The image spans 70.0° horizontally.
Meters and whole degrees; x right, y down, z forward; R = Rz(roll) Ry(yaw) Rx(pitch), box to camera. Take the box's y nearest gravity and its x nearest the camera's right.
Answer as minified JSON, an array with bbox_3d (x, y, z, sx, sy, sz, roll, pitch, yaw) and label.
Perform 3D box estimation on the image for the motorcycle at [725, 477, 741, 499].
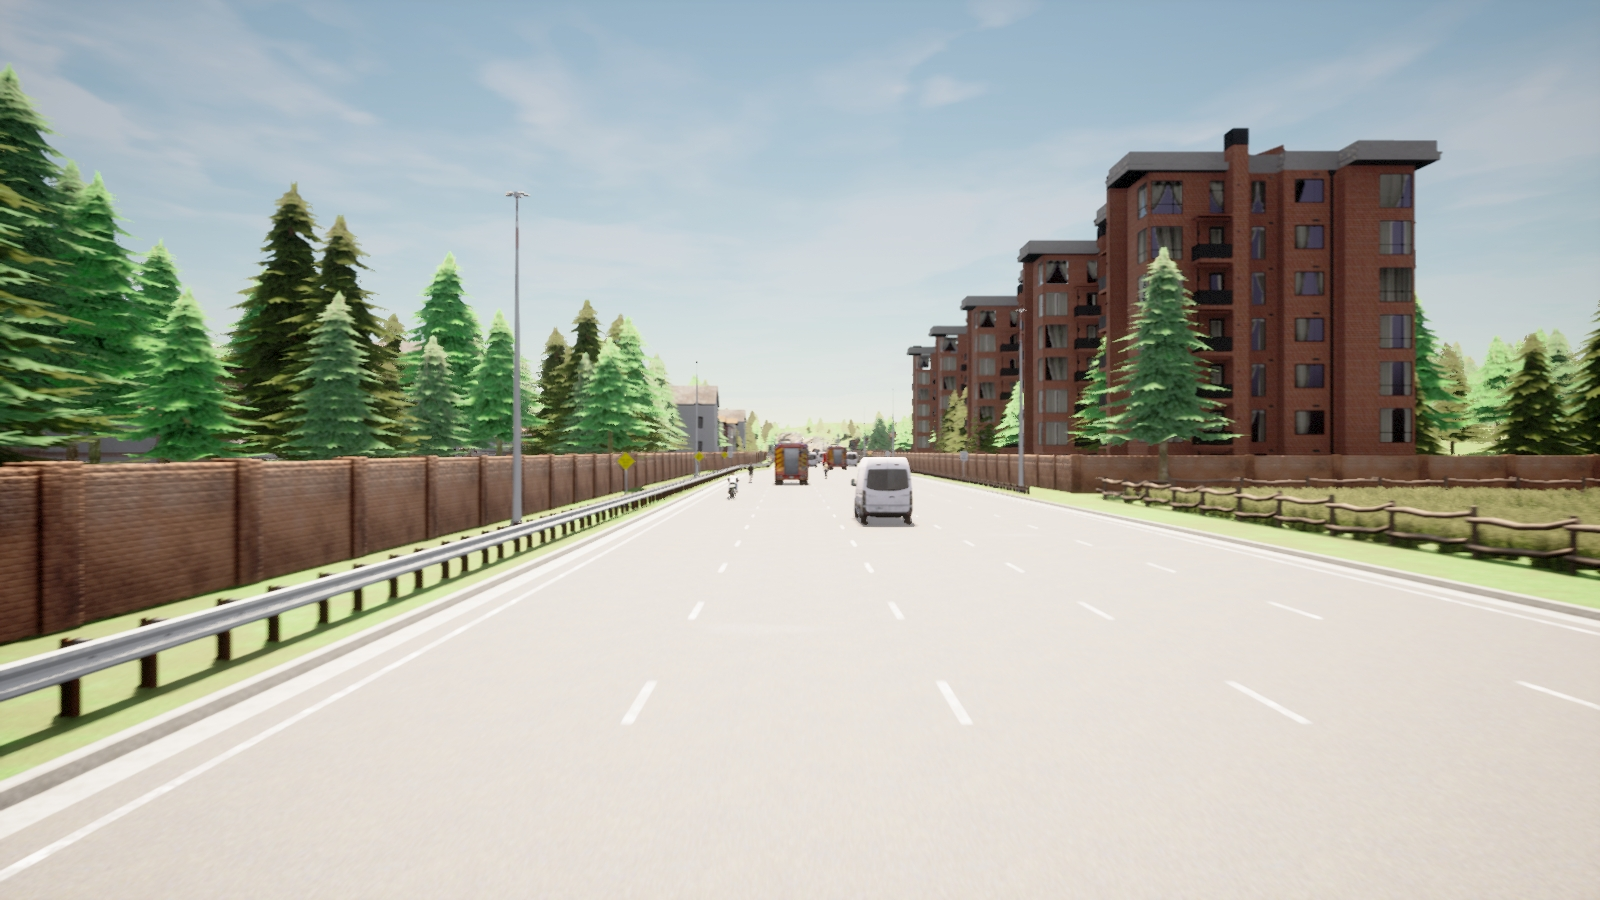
[{"bbox_3d":[-3.941,2.228,67.245,0.803,1.199,2.033,0,0,-1],"label":"motorcycle"}]

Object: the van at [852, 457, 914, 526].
[{"bbox_3d":[3.259,1.562,45.789,1.988,2.561,5.915,0,0,-1],"label":"van"}]
